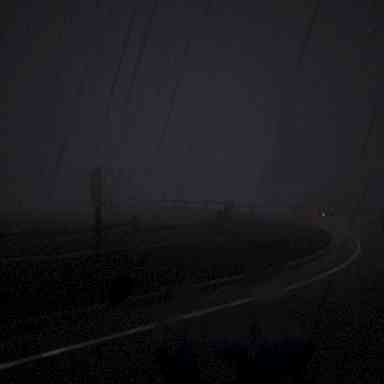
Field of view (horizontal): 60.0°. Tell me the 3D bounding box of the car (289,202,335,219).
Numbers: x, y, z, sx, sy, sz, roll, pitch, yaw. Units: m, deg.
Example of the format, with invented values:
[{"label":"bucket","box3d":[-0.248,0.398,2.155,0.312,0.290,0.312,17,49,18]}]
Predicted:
[{"label":"car","box3d":[9.859,1.468,27.878,1.895,1.301,4.718,0,0,-8]}]
